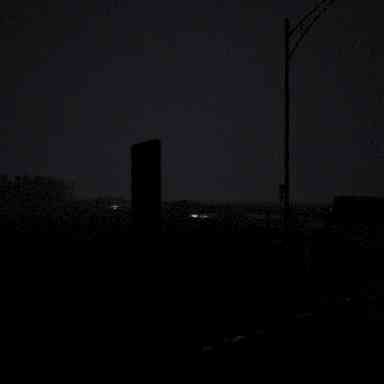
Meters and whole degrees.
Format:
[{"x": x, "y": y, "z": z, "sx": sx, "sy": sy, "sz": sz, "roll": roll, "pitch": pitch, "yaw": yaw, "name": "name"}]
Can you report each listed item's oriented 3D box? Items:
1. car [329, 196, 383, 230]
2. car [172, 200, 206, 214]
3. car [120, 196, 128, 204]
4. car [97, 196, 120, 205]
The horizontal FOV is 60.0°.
[{"x": 10.828, "y": 1.273, "z": 19.386, "sx": 2.150, "sy": 2.045, "sz": 5.566, "roll": 0, "pitch": 1, "yaw": -35, "name": "car"}, {"x": -0.320, "y": 1.559, "z": 35.101, "sx": 1.994, "sy": 1.385, "sz": 4.181, "roll": 0, "pitch": 0, "yaw": -35, "name": "car"}, {"x": -13.192, "y": 1.406, "z": 59.641, "sx": 2.128, "sy": 1.511, "sz": 4.902, "roll": 0, "pitch": 0, "yaw": -35, "name": "car"}, {"x": -14.198, "y": 1.419, "z": 54.806, "sx": 1.882, "sy": 1.535, "sz": 5.008, "roll": 0, "pitch": 0, "yaw": -35, "name": "car"}]
